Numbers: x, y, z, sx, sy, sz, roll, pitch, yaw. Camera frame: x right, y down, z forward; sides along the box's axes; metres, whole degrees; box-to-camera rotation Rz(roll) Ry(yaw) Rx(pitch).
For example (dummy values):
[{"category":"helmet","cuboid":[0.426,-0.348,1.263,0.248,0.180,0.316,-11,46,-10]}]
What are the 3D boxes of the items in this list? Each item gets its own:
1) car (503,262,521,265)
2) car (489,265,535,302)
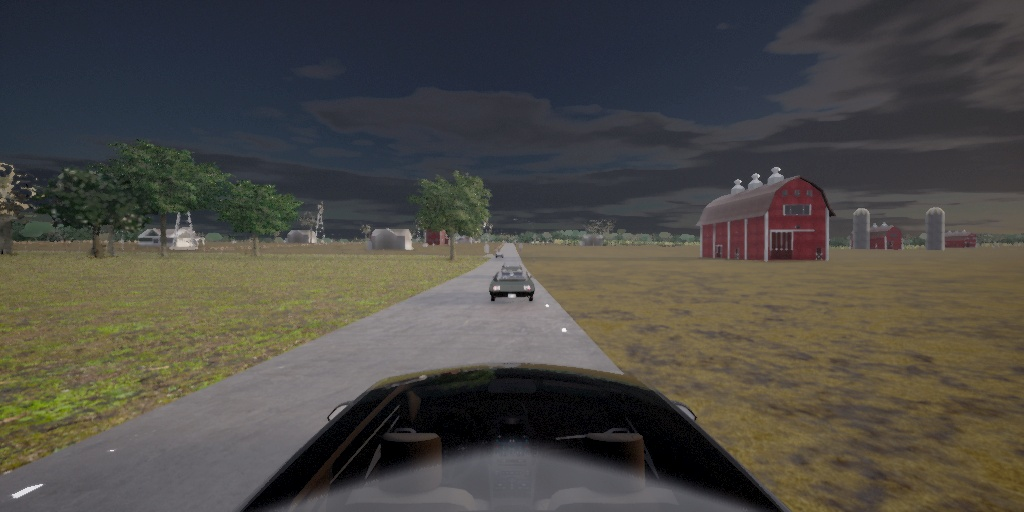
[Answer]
[{"category":"car","cuboid":[0.000,1.184,31.526,1.895,1.301,4.718,0,0,0]},{"category":"car","cuboid":[0.000,1.289,16.527,1.895,1.301,4.718,0,0,0]}]
